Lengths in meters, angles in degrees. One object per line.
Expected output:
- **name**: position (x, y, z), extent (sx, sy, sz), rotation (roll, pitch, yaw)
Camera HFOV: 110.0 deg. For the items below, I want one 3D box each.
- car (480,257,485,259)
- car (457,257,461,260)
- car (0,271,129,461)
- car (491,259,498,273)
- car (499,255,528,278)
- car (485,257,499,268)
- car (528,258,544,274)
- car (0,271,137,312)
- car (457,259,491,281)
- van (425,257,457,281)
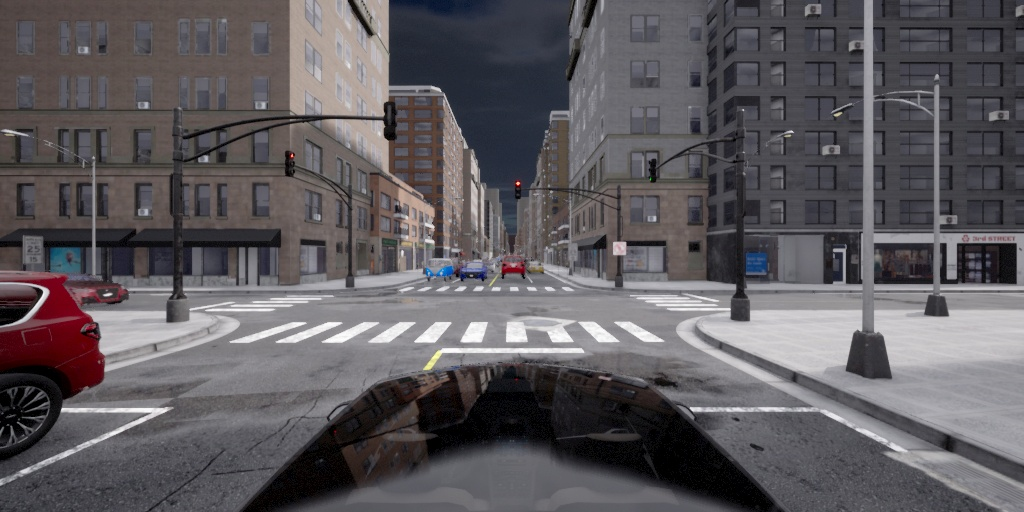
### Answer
- **car**: position (-5.820, 1.267, 56.941), extent (1.751, 1.417, 4.829), rotation (0, 0, 0)
- **car**: position (-5.836, 1.061, 34.727), extent (2.192, 1.841, 5.009), rotation (0, 0, 0)
- **car**: position (-5.857, 1.065, 2.183), extent (2.192, 1.841, 5.009), rotation (0, 0, 0)
- **car**: position (-3.070, 1.346, 42.868), extent (1.895, 1.301, 4.718), rotation (0, 0, 0)
- **car**: position (0.123, 0.968, 34.353), extent (2.150, 2.045, 5.566), rotation (0, 0, 0)
- **car**: position (-3.010, 1.234, 58.717), extent (2.128, 1.511, 4.902), rotation (0, 0, 0)
- **car**: position (2.694, 1.271, 40.511), extent (1.751, 1.417, 4.829), rotation (0, 0, 0)
- **car**: position (-17.679, 1.323, 13.905), extent (4.181, 1.385, 1.994), rotation (0, 0, 0)
- **car**: position (-3.081, 1.225, 29.707), extent (1.882, 1.535, 5.008), rotation (0, 0, 0)
- **van**: position (-5.839, 1.088, 29.131), extent (1.690, 1.789, 3.998), rotation (0, 0, 0)
